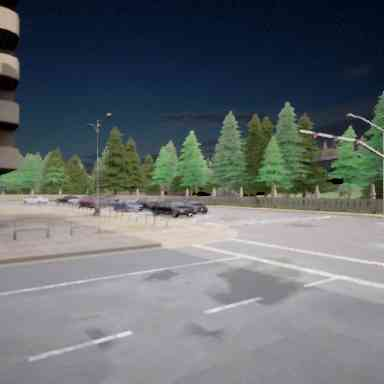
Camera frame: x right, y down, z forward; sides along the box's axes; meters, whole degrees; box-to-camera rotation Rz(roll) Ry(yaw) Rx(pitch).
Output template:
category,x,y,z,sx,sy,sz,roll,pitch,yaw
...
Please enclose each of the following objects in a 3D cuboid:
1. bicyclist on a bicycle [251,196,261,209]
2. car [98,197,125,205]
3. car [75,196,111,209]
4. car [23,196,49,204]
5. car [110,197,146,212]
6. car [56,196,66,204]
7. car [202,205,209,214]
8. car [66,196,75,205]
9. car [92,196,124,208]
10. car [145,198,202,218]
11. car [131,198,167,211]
category,x,y,z,sx,sy,sz,roll,pitch,yaw
bicyclist on a bicycle,7.986,1.266,41.444,1.656,1.620,0.582,0,0,-35
car,-14.357,1.561,59.391,4.718,1.301,1.895,0,0,31
car,-13.452,1.307,45.428,4.553,1.767,2.097,0,0,42
car,-28.645,1.479,61.142,4.674,1.442,1.812,0,0,12
car,-7.191,1.481,37.732,1.812,1.442,4.674,0,0,-36
car,-23.663,1.462,63.673,4.892,1.490,1.837,0,0,15
car,-0.154,1.522,33.836,1.994,1.385,4.181,0,0,-35
car,-19.109,1.558,57.976,4.718,1.301,1.895,0,0,26
car,-12.477,1.447,49.278,4.902,1.511,2.128,0,0,41
car,-1.753,1.503,30.016,2.033,1.411,5.357,0,0,-37
car,-5.424,1.505,41.344,2.033,1.411,5.357,0,0,-36
